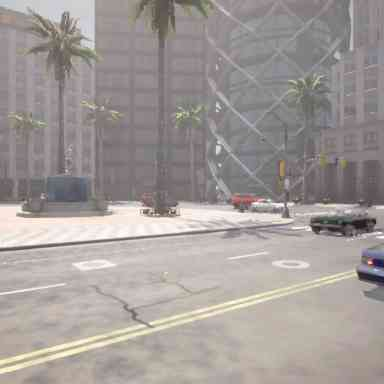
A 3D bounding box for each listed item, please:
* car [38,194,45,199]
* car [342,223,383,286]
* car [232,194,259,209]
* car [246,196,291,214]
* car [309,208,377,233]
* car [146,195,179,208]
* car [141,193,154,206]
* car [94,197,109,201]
[{"bbox_3d":[-21.031,1.275,52.129,5.566,2.045,2.150,0,0,-4],"label":"car"},{"bbox_3d":[6.197,1.547,8.193,5.357,1.411,2.033,0,0,-35],"label":"car"},{"bbox_3d":[7.630,1.221,43.192,2.150,2.045,5.566,0,0,-38],"label":"car"},{"bbox_3d":[8.520,1.526,36.266,1.812,1.442,4.674,0,0,-37],"label":"car"},{"bbox_3d":[8.493,1.601,18.533,4.718,1.301,1.895,0,0,-42],"label":"car"},{"bbox_3d":[-4.010,1.564,48.390,4.181,1.385,1.994,0,0,27],"label":"car"},{"bbox_3d":[-5.399,1.221,52.995,5.566,2.045,2.150,0,0,22],"label":"car"},{"bbox_3d":[-18.220,1.601,62.516,4.718,1.301,1.895,0,0,1],"label":"car"}]
